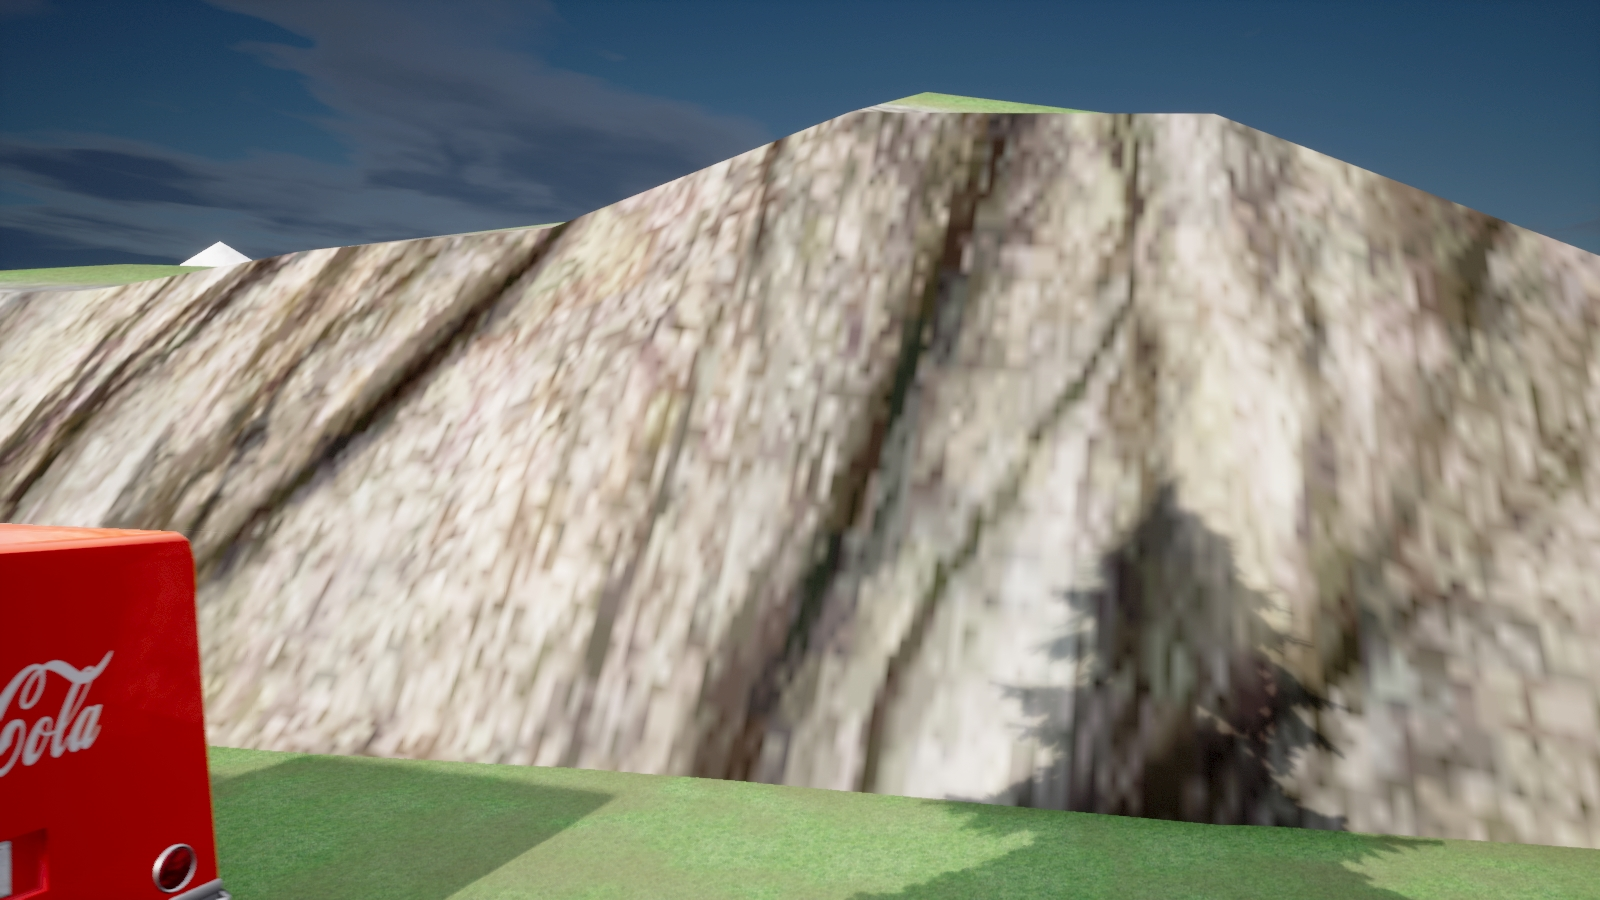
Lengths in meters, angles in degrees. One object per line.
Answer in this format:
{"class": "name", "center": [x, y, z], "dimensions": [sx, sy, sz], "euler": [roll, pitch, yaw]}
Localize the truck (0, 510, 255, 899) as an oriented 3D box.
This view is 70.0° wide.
{"class": "truck", "center": [-5.576, 1.563, 5.307], "dimensions": [5.204, 2.467, 2.627], "euler": [0, 0, 21]}
